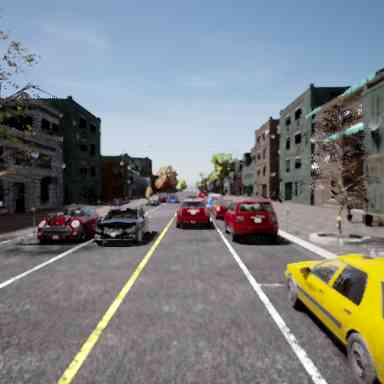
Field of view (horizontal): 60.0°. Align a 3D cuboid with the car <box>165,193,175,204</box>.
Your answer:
[{"bbox_3d":[-3.068,1.253,56.481,1.812,1.442,4.674,0,0,1],"label":"car"}]

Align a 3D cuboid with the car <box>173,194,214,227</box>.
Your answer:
[{"bbox_3d":[0.091,1.247,21.808,2.097,1.767,4.553,0,0,0],"label":"car"}]

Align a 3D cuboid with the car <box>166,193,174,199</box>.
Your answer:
[{"bbox_3d":[-5.731,1.014,88.031,1.967,1.590,4.097,-1,0,0],"label":"car"}]

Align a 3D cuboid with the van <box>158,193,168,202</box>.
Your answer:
[{"bbox_3d":[-5.723,1.024,65.837,1.690,1.788,3.998,-1,0,0],"label":"van"}]

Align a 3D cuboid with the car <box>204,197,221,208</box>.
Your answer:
[{"bbox_3d":[2.670,1.332,43.651,1.887,1.381,4.507,-1,0,0],"label":"car"}]

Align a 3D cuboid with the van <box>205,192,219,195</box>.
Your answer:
[{"bbox_3d":[2.670,1.156,38.101,1.690,1.788,3.998,-1,0,0],"label":"van"}]

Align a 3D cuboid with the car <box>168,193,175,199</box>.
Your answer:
[{"bbox_3d":[-5.732,1.091,93.579,1.887,1.381,4.507,-1,0,0],"label":"car"}]

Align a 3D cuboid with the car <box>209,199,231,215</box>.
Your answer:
[{"bbox_3d":[2.676,1.424,32.554,1.802,1.307,4.206,-1,0,0],"label":"car"}]

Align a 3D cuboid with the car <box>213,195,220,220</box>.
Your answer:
[{"bbox_3d":[2.676,1.309,27.005,1.967,1.590,4.097,-1,0,0],"label":"car"}]

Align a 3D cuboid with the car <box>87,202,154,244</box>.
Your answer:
[{"bbox_3d":[-3.087,1.431,15.473,1.837,1.490,4.892,0,0,0],"label":"car"}]

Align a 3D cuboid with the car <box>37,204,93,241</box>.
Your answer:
[{"bbox_3d":[-5.699,1.366,15.902,1.967,1.590,4.097,-1,0,0],"label":"car"}]

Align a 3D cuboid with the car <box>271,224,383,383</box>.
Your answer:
[{"bbox_3d":[2.687,1.500,4.982,1.752,1.417,4.829,-1,0,0],"label":"car"}]

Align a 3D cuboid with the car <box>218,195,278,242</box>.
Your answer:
[{"bbox_3d":[2.679,1.237,15.908,2.192,1.841,5.009,-1,0,0],"label":"car"}]

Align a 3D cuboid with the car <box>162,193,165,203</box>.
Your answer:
[{"bbox_3d":[-5.720,1.025,60.289,2.192,1.841,5.009,-1,0,0],"label":"car"}]

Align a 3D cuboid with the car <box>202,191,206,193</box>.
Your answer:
[{"bbox_3d":[2.363,0.874,72.699,2.150,2.045,5.566,0,0,0],"label":"car"}]

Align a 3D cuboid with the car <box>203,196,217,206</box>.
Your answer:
[{"bbox_3d":[2.668,1.343,49.199,1.802,1.307,4.206,-1,0,0],"label":"car"}]

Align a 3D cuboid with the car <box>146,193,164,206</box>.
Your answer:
[{"bbox_3d":[-5.713,1.315,49.193,2.008,1.369,4.403,-1,0,0],"label":"car"}]

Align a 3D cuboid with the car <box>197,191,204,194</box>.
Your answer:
[{"bbox_3d":[0.083,1.138,43.925,2.097,1.767,4.553,0,0,0],"label":"car"}]
